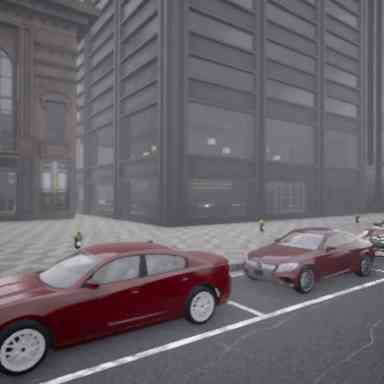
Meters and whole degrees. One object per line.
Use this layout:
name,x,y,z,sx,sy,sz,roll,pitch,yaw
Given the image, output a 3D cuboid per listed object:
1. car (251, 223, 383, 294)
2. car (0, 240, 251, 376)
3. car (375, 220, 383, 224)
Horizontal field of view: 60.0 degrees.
car,3.235,1.619,8.849,4.206,1.307,1.802,0,0,-36
car,-1.353,1.554,5.569,4.507,1.381,1.887,0,0,-36
car,7.823,1.504,12.129,4.097,1.590,1.967,0,0,-36
